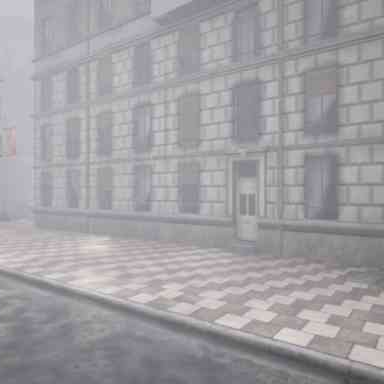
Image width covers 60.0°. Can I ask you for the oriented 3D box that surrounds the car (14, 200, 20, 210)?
[{"bbox_3d":[-19.215,1.221,41.817,2.150,2.045,5.566,0,0,36],"label":"car"}]

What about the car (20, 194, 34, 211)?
[{"bbox_3d":[-17.025,1.352,38.868,2.097,1.767,4.553,0,0,36],"label":"car"}]
